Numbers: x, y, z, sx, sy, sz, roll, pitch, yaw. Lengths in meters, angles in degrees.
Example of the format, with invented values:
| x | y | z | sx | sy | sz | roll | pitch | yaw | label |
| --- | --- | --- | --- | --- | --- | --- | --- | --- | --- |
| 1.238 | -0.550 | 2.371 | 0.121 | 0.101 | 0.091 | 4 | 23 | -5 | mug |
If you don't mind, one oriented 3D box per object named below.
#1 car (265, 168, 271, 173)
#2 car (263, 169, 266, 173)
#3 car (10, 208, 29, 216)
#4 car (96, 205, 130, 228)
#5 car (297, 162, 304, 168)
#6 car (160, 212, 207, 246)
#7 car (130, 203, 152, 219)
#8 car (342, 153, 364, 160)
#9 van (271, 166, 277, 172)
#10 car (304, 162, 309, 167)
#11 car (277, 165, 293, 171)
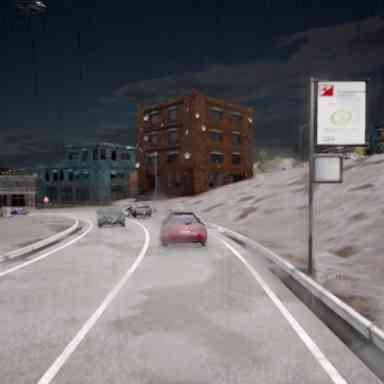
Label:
| x | y | z | sx | sy | sz | roll | pitch | yaw | label |
| --- | --- | --- | --- | --- | --- | --- | --- | --- | --- |
| 20.660 | -4.994 | 83.876 | 2.002 | 1.452 | 4.674 | 0 | 1 | -1 | car |
| 20.540 | -5.351 | 89.358 | 2.435 | 2.045 | 5.566 | 0 | 1 | -1 | car |
| -30.452 | 3.483 | 58.027 | 4.674 | 1.442 | 1.812 | -4 | -1 | 34 | car |
| -5.817 | 1.720 | 24.070 | 1.837 | 1.490 | 4.892 | 0 | -1 | -16 | car |
| 21.137 | -4.839 | 61.824 | 2.185 | 1.767 | 4.553 | 0 | 1 | -1 | car |
| -0.490 | 1.629 | 15.574 | 1.994 | 1.385 | 4.181 | 0 | -1 | -6 | car |
| -5.601 | 1.889 | 34.348 | 2.128 | 1.511 | 4.902 | -1 | -1 | -24 | car |
| 21.499 | -4.557 | 45.140 | 2.185 | 1.767 | 4.553 | 0 | 1 | -1 | car |
| 20.781 | -5.185 | 78.231 | 1.878 | 1.987 | 4.442 | 0 | 1 | -1 | van |
| 21.257 | -4.748 | 56.305 | 2.185 | 1.767 | 4.553 | 0 | 1 | -1 | car |
| 20.898 | -4.882 | 72.838 | 2.231 | 1.521 | 4.892 | 0 | 1 | -1 | car |
